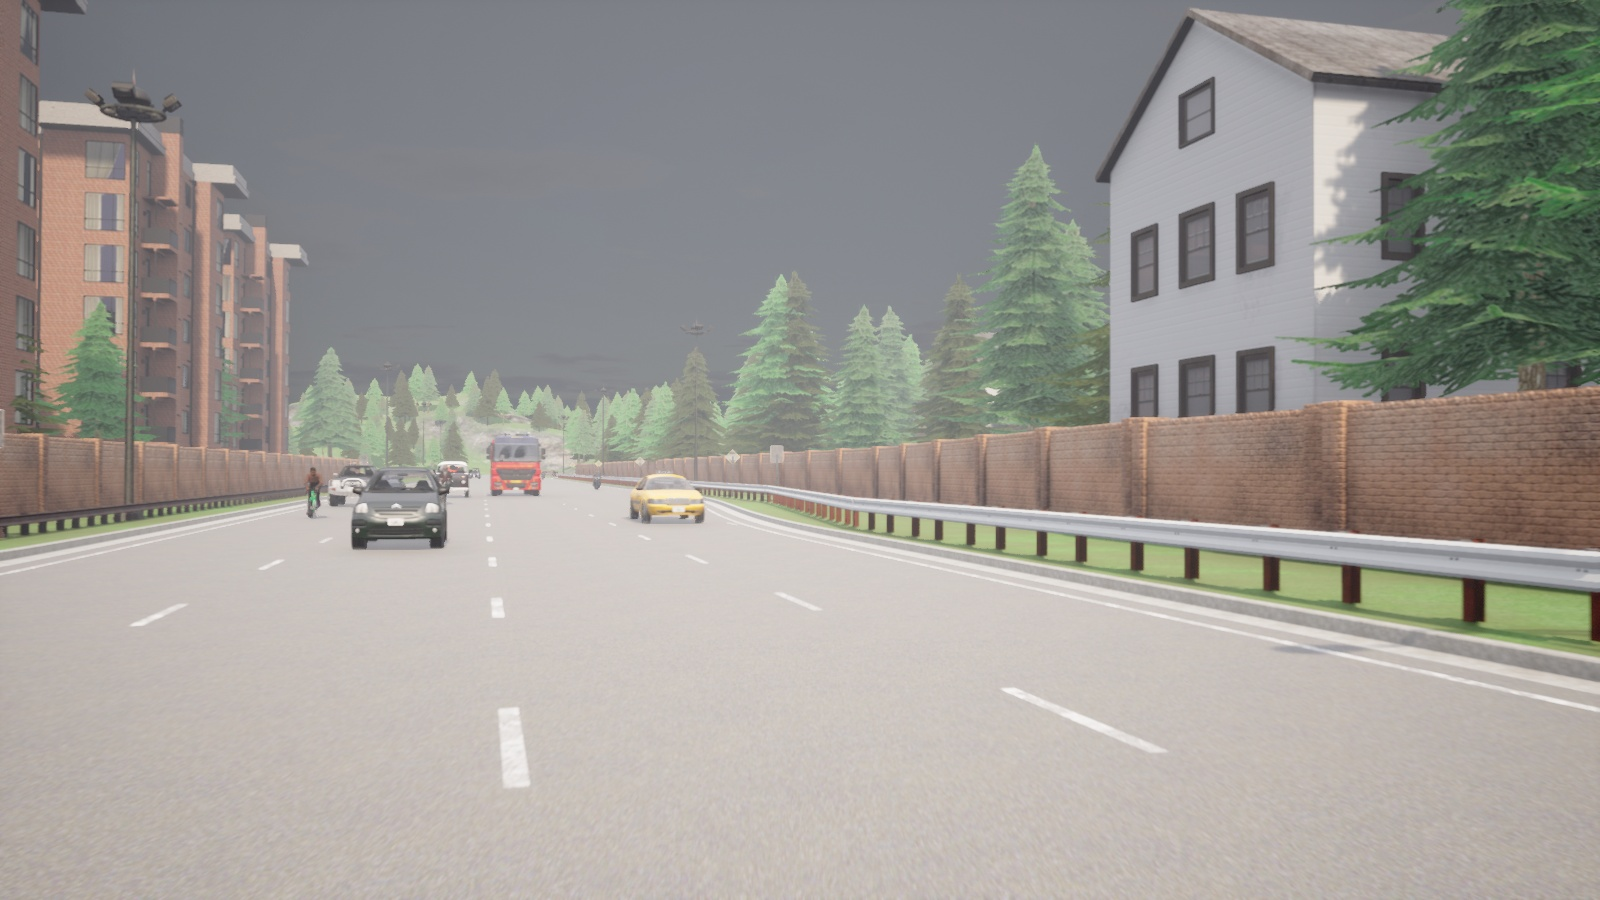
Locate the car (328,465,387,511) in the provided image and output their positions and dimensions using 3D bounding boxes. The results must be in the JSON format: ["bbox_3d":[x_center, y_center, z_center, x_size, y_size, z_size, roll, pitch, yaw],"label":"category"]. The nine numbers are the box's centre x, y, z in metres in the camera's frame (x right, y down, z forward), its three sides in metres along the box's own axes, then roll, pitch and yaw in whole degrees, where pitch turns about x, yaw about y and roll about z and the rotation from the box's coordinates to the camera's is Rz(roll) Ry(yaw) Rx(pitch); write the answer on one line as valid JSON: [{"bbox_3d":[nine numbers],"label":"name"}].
[{"bbox_3d":[-18.618,1.594,52.999,1.932,1.855,4.605,0,-1,-14],"label":"car"}]

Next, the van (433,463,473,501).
[{"bbox_3d":[-19.343,1.790,70.125,2.069,2.038,4.480,0,-1,-14],"label":"van"}]

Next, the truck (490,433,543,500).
[{"bbox_3d":[-17.326,0.999,76.423,2.891,3.827,8.468,0,-1,-14],"label":"truck"}]

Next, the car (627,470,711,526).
[{"bbox_3d":[-4.098,1.413,38.406,1.801,1.575,5.366,0,-1,-14],"label":"car"}]

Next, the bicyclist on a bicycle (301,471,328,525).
[{"bbox_3d":[-15.089,1.482,39.039,0.582,1.620,1.656,0,-1,-14],"label":"bicyclist on a bicycle"}]

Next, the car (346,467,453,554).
[{"bbox_3d":[-8.100,1.175,25.685,1.851,1.617,3.988,0,-1,-14],"label":"car"}]
